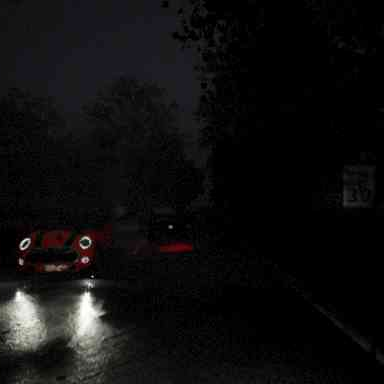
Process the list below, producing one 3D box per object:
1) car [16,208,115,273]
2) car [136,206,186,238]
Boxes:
[{"bbox_3d":[-3.846,1.376,10.829,2.097,1.767,4.553,-1,0,-5],"label":"car"},{"bbox_3d":[-1.742,1.490,17.895,1.882,1.535,5.008,0,0,-17],"label":"car"}]
